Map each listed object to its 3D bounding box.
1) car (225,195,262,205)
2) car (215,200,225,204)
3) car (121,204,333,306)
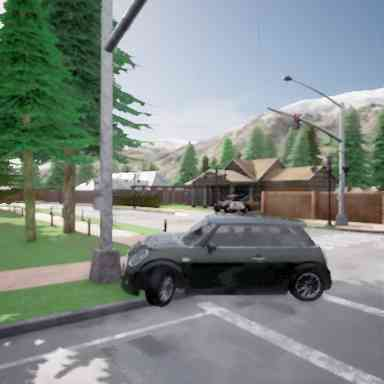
[{"bbox_3d":[6.108,1.291,34.672,4.605,1.855,1.932,0,0,-37],"label":"car"},{"bbox_3d":[4.290,1.291,36.451,3.866,1.878,1.905,0,0,-37],"label":"car"},{"bbox_3d":[0.716,1.333,7.656,4.553,1.767,2.097,2,3,-6],"label":"car"}]
